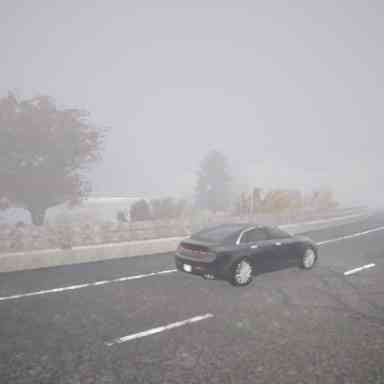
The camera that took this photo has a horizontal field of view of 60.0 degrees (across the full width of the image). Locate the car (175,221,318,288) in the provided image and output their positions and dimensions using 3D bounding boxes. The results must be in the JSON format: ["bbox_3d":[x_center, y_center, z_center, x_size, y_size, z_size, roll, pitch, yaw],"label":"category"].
[{"bbox_3d":[1.785,1.624,9.729,4.892,1.490,1.837,0,0,-39],"label":"car"}]
